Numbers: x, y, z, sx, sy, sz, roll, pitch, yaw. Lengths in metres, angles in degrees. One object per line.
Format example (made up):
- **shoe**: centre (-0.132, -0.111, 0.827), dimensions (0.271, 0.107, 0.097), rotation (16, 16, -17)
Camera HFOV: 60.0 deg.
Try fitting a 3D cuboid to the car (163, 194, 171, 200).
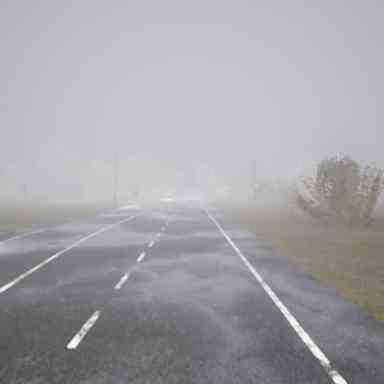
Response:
- **car**: centre (-6.977, 1.382, 93.190), dimensions (1.812, 1.442, 4.674), rotation (0, 0, 0)
